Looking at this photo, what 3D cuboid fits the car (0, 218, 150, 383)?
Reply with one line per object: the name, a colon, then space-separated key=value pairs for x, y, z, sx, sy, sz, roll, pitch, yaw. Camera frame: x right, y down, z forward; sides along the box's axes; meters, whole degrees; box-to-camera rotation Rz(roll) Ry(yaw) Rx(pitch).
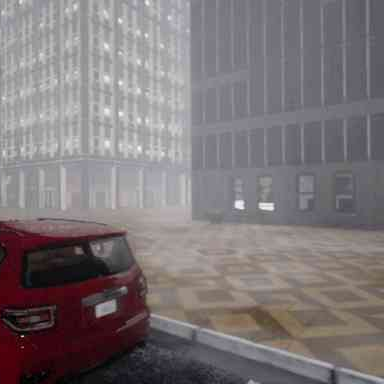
car: x=-2.857 y=1.319 z=4.924 sx=5.009 sy=1.841 sz=2.192 roll=0 pitch=-1 yaw=36
